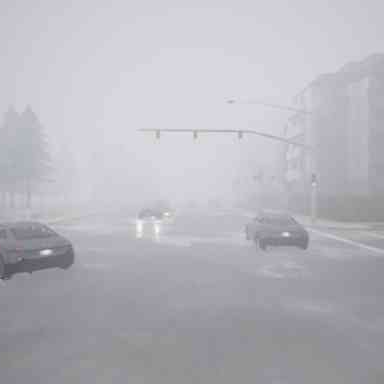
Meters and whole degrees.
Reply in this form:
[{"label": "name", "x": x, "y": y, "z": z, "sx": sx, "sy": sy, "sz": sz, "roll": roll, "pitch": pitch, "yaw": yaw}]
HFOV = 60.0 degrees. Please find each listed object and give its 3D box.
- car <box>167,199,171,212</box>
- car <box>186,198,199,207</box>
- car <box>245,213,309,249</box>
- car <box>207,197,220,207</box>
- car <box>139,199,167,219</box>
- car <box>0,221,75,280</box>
[{"label": "car", "x": -3.575, "y": 1.588, "z": 39.922, "sx": 1.837, "sy": 1.490, "sz": 4.892, "roll": 0, "pitch": 0, "yaw": 0}, {"label": "car", "x": 0.099, "y": 1.679, "z": 54.898, "sx": 1.994, "sy": 1.385, "sz": 4.181, "roll": 0, "pitch": 0, "yaw": 0}, {"label": "car", "x": 3.600, "y": 1.595, "z": 14.720, "sx": 1.994, "sy": 1.385, "sz": 4.181, "roll": 0, "pitch": 0, "yaw": 0}, {"label": "car", "x": 3.498, "y": 1.605, "z": 54.234, "sx": 2.128, "sy": 1.511, "sz": 4.902, "roll": 0, "pitch": 0, "yaw": 0}, {"label": "car", "x": -3.584, "y": 1.588, "z": 30.029, "sx": 1.812, "sy": 1.442, "sz": 4.674, "roll": 0, "pitch": 0, "yaw": 0}, {"label": "car", "x": -5.413, "y": 1.585, "z": 10.204, "sx": 4.181, "sy": 1.385, "sz": 1.994, "roll": 0, "pitch": 0, "yaw": 41}]
